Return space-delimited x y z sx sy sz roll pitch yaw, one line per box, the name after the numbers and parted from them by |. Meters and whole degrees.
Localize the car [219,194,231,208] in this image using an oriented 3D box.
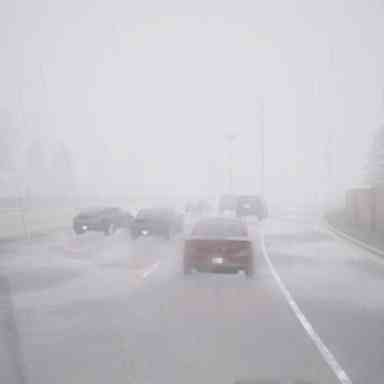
4.688 1.278 36.759 2.150 2.045 5.566 0 0 24 | car

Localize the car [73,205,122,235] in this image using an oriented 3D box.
-4.778 1.495 18.682 1.837 1.490 4.892 0 0 11 | car

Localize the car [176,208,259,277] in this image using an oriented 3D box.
0.899 1.491 10.427 1.882 1.535 5.008 0 0 7 | car

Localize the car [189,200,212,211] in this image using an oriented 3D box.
0.722 1.560 36.316 1.812 1.442 4.674 0 0 23 | car

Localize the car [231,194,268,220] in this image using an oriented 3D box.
5.176 1.274 28.596 2.150 2.045 5.566 0 0 19 | car

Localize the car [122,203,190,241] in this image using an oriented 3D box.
-1.602 1.510 16.796 1.837 1.490 4.892 0 0 10 | car
